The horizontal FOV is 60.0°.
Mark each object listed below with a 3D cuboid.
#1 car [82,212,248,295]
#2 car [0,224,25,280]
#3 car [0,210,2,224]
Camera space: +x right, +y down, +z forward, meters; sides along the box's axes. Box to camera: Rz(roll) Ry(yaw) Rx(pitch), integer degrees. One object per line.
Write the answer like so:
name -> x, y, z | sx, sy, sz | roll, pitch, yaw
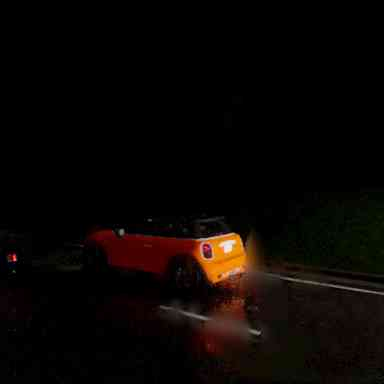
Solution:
car -> -0.896, 1.323, 8.933 | 4.553, 1.767, 2.097 | 0, 0, 35
car -> -6.378, 1.552, 8.541 | 4.718, 1.301, 1.895 | 0, 0, 35
car -> -11.688, 1.132, 16.630 | 5.566, 2.045, 2.150 | 1, 0, 35
